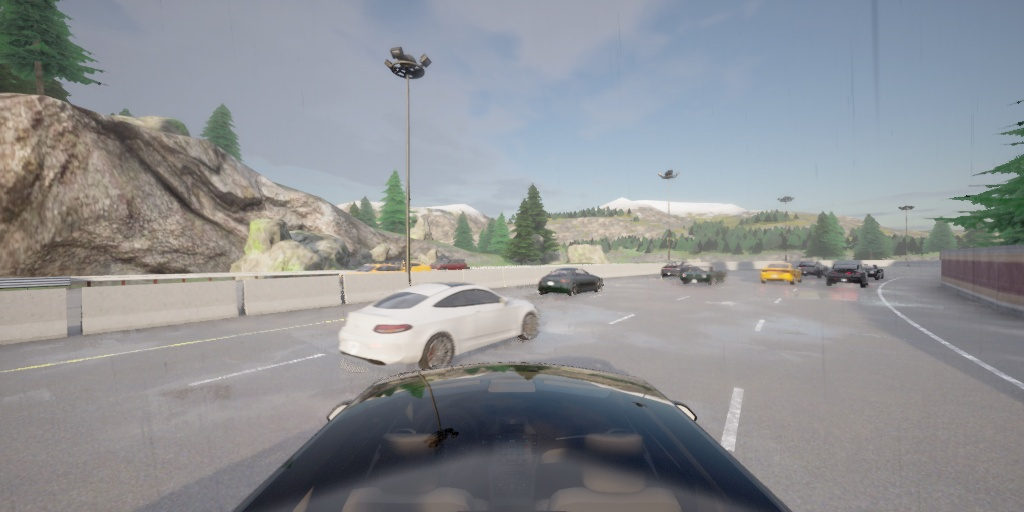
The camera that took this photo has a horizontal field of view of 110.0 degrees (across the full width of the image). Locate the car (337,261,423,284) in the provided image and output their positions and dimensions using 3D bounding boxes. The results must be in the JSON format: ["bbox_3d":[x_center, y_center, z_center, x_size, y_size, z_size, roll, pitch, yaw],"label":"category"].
[{"bbox_3d":[-8.217,1.227,21.931,1.882,1.535,5.008,0,0,39],"label":"car"}]

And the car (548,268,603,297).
[{"bbox_3d":[3.172,1.313,18.980,1.994,1.385,4.181,0,0,40],"label":"car"}]

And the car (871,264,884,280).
[{"bbox_3d":[30.463,1.351,30.852,4.718,1.301,1.895,0,0,-39],"label":"car"}]

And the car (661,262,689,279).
[{"bbox_3d":[14.670,1.241,31.084,4.902,1.511,2.128,0,0,-43],"label":"car"}]

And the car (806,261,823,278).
[{"bbox_3d":[27.764,1.242,33.153,4.902,1.511,2.128,0,0,-39],"label":"car"}]

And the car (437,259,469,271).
[{"bbox_3d":[-6.989,1.102,39.375,2.097,1.767,4.553,0,0,43],"label":"car"}]

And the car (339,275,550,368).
[{"bbox_3d":[-1.205,1.276,7.627,1.812,1.442,4.674,0,0,35],"label":"car"}]

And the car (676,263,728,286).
[{"bbox_3d":[13.595,1.351,25.218,1.895,1.301,4.718,0,0,45],"label":"car"}]

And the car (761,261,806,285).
[{"bbox_3d":[19.807,1.228,26.298,5.008,1.535,1.882,0,0,-44],"label":"car"}]

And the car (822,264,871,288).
[{"bbox_3d":[22.508,1.255,24.036,4.892,1.490,1.837,0,0,-43],"label":"car"}]

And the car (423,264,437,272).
[{"bbox_3d":[-9.450,1.227,31.426,1.882,1.535,5.008,0,0,41],"label":"car"}]
